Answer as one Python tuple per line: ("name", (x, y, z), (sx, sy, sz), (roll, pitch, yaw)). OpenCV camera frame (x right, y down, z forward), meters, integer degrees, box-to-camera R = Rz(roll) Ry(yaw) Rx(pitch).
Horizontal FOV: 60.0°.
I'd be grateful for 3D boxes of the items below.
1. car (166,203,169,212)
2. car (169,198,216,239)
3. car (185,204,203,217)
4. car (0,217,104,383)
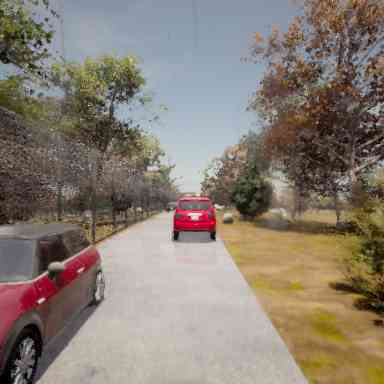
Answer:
("car", (-2.663, 2.153, 48.050), (2.128, 1.511, 4.902), (0, -2, 1))
("car", (0.132, 1.337, 18.311), (2.150, 2.045, 5.566), (0, -1, 0))
("car", (0.196, 1.999, 36.659), (1.895, 1.301, 4.718), (0, -1, 0))
("car", (-2.865, 1.354, 5.045), (2.097, 1.767, 4.553), (1, 0, 0))
